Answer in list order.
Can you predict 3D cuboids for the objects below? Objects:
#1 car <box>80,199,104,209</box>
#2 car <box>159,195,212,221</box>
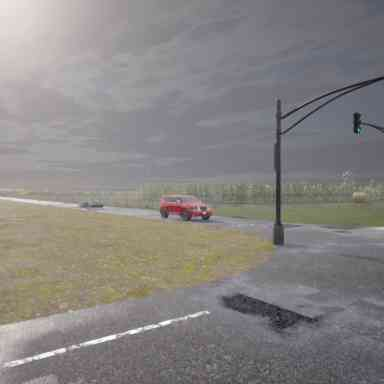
[{"bbox_3d":[-13.872,1.626,45.940,2.033,1.411,5.357,0,0,-36],"label":"car"},{"bbox_3d":[-0.670,1.256,27.754,2.150,2.045,5.566,0,0,-36],"label":"car"}]
